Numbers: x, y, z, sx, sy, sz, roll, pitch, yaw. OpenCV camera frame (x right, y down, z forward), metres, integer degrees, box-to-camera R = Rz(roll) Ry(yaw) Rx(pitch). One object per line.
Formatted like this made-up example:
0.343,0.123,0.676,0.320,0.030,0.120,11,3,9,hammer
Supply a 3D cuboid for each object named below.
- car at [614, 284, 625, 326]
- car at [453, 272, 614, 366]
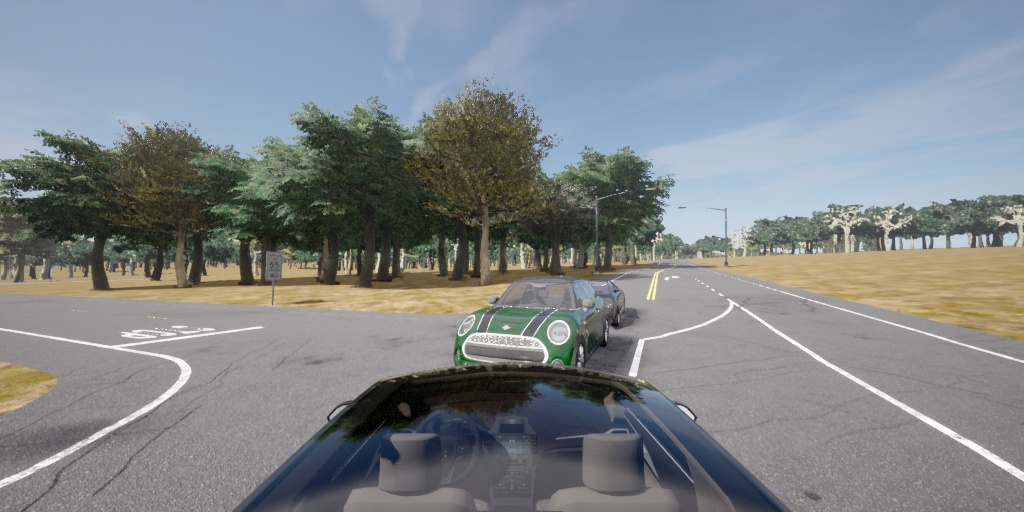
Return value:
2.913,1.553,12.861,1.994,1.385,4.181,-2,0,22,car
0.686,1.222,7.430,2.097,1.767,4.553,-1,-2,22,car
